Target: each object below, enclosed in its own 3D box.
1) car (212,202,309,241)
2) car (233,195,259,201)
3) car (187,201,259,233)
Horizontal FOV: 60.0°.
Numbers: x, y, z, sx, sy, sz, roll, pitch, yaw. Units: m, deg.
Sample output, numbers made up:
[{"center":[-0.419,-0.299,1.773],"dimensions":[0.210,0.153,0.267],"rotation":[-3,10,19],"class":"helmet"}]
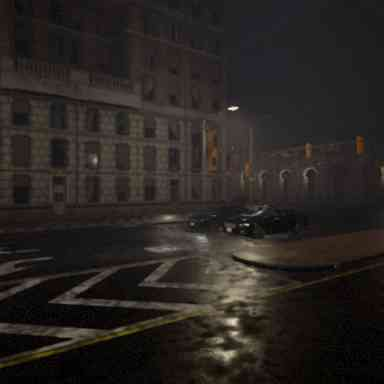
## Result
[{"center":[3.685,1.420,16.343],"dimensions":[4.902,1.511,2.128],"rotation":[0,0,-35],"class":"car"},{"center":[8.177,1.294,51.150],"dimensions":[1.837,1.490,4.892],"rotation":[0,0,-35],"class":"car"},{"center":[1.924,1.451,19.380],"dimensions":[4.674,1.442,1.812],"rotation":[0,0,-35],"class":"car"}]
